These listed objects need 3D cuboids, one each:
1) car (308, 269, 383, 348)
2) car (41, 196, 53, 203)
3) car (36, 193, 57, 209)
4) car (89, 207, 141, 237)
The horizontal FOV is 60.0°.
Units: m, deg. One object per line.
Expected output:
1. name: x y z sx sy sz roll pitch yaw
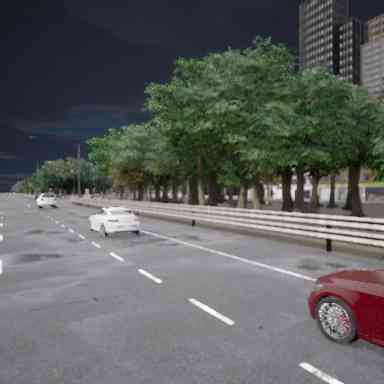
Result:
1. car: 3.644 1.527 4.007 1.812 1.442 4.674 0 0 -29
2. car: -30.982 1.514 71.224 1.812 1.442 4.674 0 0 -15
3. car: -20.338 1.216 46.499 2.150 2.045 5.566 0 0 -29
4. car: -4.229 1.532 17.951 1.812 1.442 4.674 0 0 -29
